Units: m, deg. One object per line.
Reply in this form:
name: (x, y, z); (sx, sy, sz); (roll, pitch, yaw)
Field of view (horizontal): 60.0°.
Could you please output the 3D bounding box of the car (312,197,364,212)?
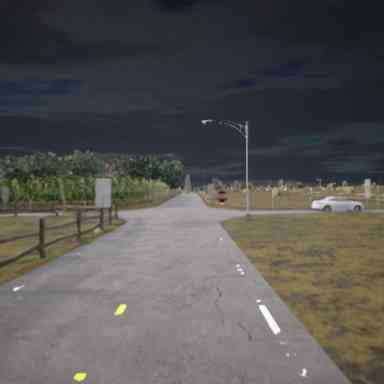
car: (13.930, 1.187, 31.873); (4.674, 1.442, 1.812); (-1, -1, 0)
